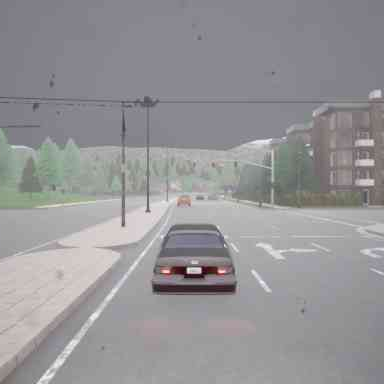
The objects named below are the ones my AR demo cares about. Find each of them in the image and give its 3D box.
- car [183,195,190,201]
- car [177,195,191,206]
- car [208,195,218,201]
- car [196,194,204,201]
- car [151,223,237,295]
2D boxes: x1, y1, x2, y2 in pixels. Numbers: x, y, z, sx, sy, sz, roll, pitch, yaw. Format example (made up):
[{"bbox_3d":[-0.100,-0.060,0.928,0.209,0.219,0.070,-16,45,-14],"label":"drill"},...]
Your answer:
[{"bbox_3d":[-1.429,1.523,85.436,1.812,1.442,4.674,0,0,0],"label":"car"},{"bbox_3d":[-1.298,1.352,54.611,2.097,1.767,4.553,0,0,-1],"label":"car"},{"bbox_3d":[5.571,1.539,85.475,2.033,1.411,5.357,0,0,0],"label":"car"},{"bbox_3d":[2.071,1.477,85.471,1.882,1.535,5.008,0,0,0],"label":"car"},{"bbox_3d":[0.052,1.547,8.865,2.033,1.411,5.357,0,0,0],"label":"car"}]
